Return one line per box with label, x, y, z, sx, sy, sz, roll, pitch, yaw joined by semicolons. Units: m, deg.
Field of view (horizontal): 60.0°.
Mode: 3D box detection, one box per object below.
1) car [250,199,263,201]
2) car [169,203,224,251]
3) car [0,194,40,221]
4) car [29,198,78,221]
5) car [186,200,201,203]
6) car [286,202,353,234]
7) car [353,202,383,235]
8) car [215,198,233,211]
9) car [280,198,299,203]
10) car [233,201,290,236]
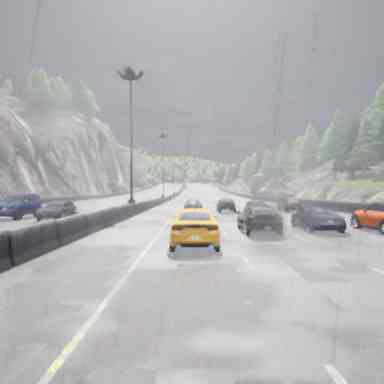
car;7.116;1.464;36.993;1.994;1.385;4.181;0;0;0
car;0.106;1.440;14.023;1.882;1.535;5.008;0;0;0
car;-14.087;1.151;26.870;2.150;2.045;5.566;0;0;0
car;-10.586;1.436;26.353;1.837;1.490;4.892;0;0;0
car;0.114;1.460;32.407;2.033;1.411;5.357;0;0;0
car;7.108;1.512;19.102;1.994;1.385;4.181;0;0;0
car;10.607;1.302;18.140;2.097;1.767;4.553;0;0;0
car;3.616;1.408;36.074;1.837;1.490;4.892;0;0;0
car;10.616;1.428;36.158;1.812;1.442;4.674;0;0;0
car;3.608;1.455;18.184;1.837;1.490;4.892;0;0;0
